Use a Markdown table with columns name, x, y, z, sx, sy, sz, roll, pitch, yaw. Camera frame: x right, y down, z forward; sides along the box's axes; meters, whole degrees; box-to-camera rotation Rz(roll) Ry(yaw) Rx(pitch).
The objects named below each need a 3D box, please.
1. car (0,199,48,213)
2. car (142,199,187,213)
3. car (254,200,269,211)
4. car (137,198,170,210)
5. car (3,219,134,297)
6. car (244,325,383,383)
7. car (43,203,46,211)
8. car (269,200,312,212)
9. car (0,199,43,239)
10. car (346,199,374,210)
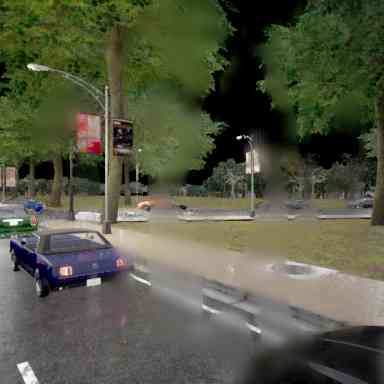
| name | x | y | z | sx | sy | sz | roll | pitch | yaw |
| --- | --- | --- | --- | --- | --- | --- | --- | --- | --- |
| car | -19.098 | 1.573 | 37.818 | 4.674 | 1.442 | 1.812 | 0 | 0 | -14 |
| car | -3.059 | 1.738 | 38.544 | 4.718 | 1.301 | 1.895 | 0 | 0 | -14 |
| car | 10.628 | 1.787 | 45.375 | 4.181 | 1.385 | 1.994 | 0 | 0 | -14 |
| car | -4.528 | 1.485 | 41.525 | 4.553 | 1.767 | 2.097 | 0 | 0 | -14 |
| car | -3.413 | 1.601 | 8.732 | 1.895 | 1.301 | 4.718 | 0 | 0 | -38 |
| car | 2.346 | 1.478 | 1.248 | 1.882 | 1.535 | 5.008 | 0 | 0 | -37 |
| car | -18.156 | 1.528 | 34.710 | 5.008 | 1.535 | 1.882 | 0 | 0 | -14 |
| car | 12.881 | 1.725 | 42.591 | 4.902 | 1.511 | 2.128 | 0 | 0 | -14 |
| car | -8.891 | 1.352 | 15.859 | 2.097 | 1.767 | 4.553 | 0 | 0 | -38 |
| car | 25.143 | 1.827 | 49.001 | 4.892 | 1.490 | 1.837 | 1 | 0 | -14 |
